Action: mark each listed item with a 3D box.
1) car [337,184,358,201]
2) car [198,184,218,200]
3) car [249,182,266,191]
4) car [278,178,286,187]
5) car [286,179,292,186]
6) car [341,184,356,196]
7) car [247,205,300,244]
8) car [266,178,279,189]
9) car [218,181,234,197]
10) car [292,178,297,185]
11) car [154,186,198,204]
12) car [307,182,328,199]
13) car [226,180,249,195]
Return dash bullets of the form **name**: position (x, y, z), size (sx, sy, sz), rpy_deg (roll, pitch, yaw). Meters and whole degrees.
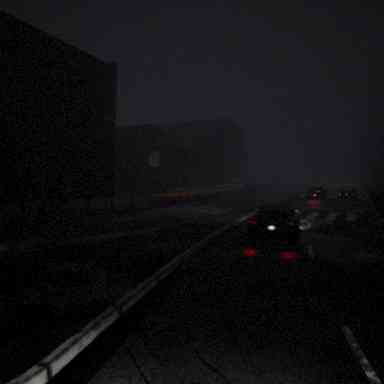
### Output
- **car**: position (16.738, 0.155, 35.830), size (2.033, 1.411, 5.357), rpy_deg (1, 3, 26)
- **car**: position (0.747, 0.013, 37.374), size (1.946, 1.575, 5.366), rpy_deg (1, 3, 26)
- **car**: position (10.645, -0.949, 57.423), size (2.163, 1.488, 4.792), rpy_deg (1, 3, 26)
- **car**: position (17.980, -1.966, 72.258), size (2.435, 2.045, 5.566), rpy_deg (1, 3, 26)
- **car**: position (22.099, -2.134, 80.733), size (2.231, 1.521, 4.892), rpy_deg (1, 3, 27)
- **car**: position (21.499, -0.352, 45.577), size (1.812, 1.442, 4.674), rpy_deg (1, 3, 27)
- **car**: position (3.626, 1.235, 14.420), size (1.994, 1.385, 4.181), rpy_deg (1, 3, 18)
- **car**: position (15.553, -1.470, 67.352), size (2.231, 1.521, 4.892), rpy_deg (1, 3, 26)
- **car**: position (3.191, -0.232, 42.323), size (1.946, 1.575, 5.366), rpy_deg (1, 3, 26)
- **car**: position (25.189, -2.443, 86.864), size (1.946, 1.575, 5.366), rpy_deg (1, 3, 26)
- **car**: position (-1.706, 0.261, 32.431), size (1.946, 1.575, 5.366), rpy_deg (1, 3, 26)
- **car**: position (14.617, -0.019, 38.814), size (1.837, 1.490, 4.892), rpy_deg (1, 4, 26)
- **car**: position (5.762, -0.738, 47.513), size (2.435, 2.045, 5.566), rpy_deg (1, 3, 26)
